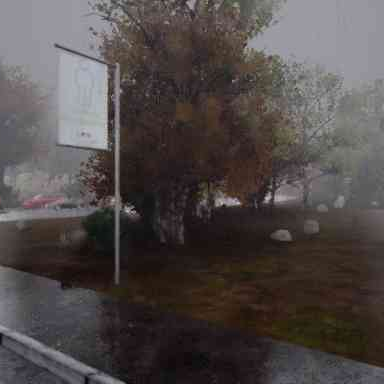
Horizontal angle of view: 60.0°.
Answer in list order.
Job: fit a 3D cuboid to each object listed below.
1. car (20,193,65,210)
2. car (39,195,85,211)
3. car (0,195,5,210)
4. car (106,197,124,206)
[{"bbox_3d":[-18.621,1.206,42.159,2.150,2.045,5.566,0,0,38],"label":"car"},{"bbox_3d":[-15.435,1.475,40.550,2.128,1.511,4.902,0,0,38],"label":"car"},{"bbox_3d":[-21.618,1.216,32.802,2.150,2.045,5.566,0,0,39],"label":"car"},{"bbox_3d":[-11.279,1.421,51.556,1.882,1.535,5.008,0,0,38],"label":"car"}]
